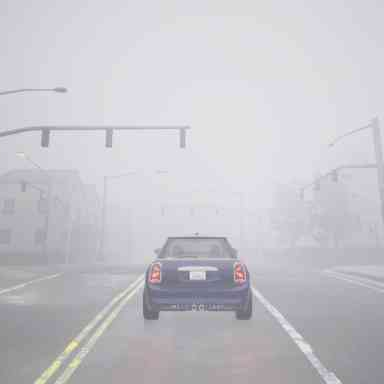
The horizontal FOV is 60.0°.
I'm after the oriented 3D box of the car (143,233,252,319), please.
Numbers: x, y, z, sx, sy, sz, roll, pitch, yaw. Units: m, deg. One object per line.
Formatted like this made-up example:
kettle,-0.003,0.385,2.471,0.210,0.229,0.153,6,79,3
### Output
car,0.106,1.810,8.262,2.097,1.767,4.553,0,-7,0
